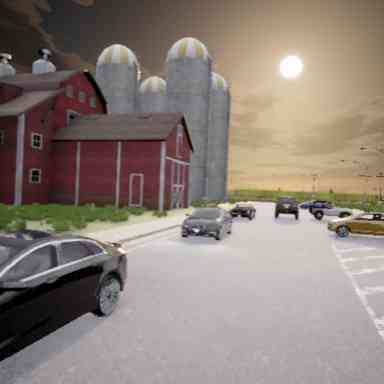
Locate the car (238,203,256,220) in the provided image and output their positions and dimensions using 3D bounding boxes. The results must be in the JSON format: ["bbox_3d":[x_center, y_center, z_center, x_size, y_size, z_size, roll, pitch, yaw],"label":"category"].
[{"bbox_3d":[4.529,1.697,29.420,1.895,1.301,4.718,2,0,16],"label":"car"}]

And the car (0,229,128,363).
[{"bbox_3d":[-2.699,1.365,4.777,2.128,1.511,4.902,2,0,18],"label":"car"}]

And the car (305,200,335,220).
[{"bbox_3d":[13.315,1.763,32.188,3.866,1.878,1.905,2,0,17],"label":"car"}]

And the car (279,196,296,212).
[{"bbox_3d":[13.833,1.645,48.232,2.150,2.045,5.566,2,0,17],"label":"car"}]

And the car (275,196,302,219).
[{"bbox_3d":[9.369,1.503,32.833,2.150,2.045,5.566,2,0,16],"label":"car"}]

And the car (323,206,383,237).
[{"bbox_3d":[10.016,1.859,19.102,4.193,1.474,1.816,2,0,17],"label":"car"}]

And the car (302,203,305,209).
[{"bbox_3d":[20.193,2.143,55.394,4.611,1.667,2.242,2,0,17],"label":"car"}]

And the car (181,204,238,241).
[{"bbox_3d":[0.889,1.490,16.930,1.837,1.490,4.892,2,0,16],"label":"car"}]
